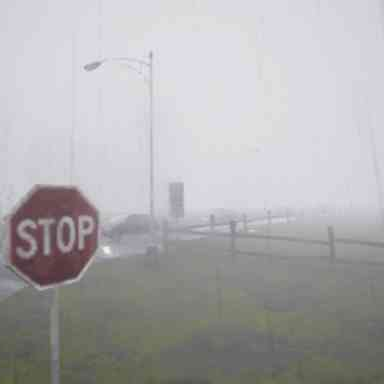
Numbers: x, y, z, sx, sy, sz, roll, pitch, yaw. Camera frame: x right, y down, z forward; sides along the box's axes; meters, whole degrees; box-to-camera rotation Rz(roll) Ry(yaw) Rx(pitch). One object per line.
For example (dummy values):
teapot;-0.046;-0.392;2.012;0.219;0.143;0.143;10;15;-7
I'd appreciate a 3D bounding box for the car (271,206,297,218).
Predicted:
car;11.181;2.412;40.595;2.033;1.411;5.357;-2;-2;36

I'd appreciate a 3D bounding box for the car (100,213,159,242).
car;-3.843;1.975;19.494;1.812;1.442;4.674;-2;-2;35

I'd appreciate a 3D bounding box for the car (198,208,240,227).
car;2.371;2.115;28.238;2.128;1.511;4.902;-2;-2;35

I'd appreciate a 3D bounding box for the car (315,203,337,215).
car;18.355;2.279;45.646;2.097;1.767;4.553;-2;-2;35
